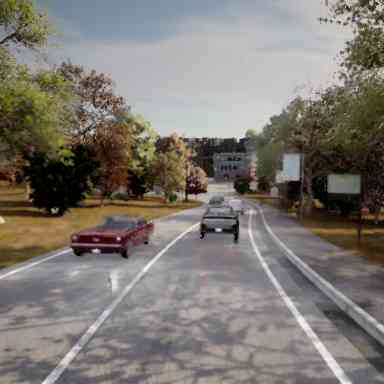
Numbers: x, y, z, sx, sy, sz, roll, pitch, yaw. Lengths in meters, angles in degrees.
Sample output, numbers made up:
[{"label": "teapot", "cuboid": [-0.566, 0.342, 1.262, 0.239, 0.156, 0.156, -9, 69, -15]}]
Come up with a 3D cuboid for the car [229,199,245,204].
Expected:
[{"label": "car", "cuboid": [4.572, 1.514, 35.234, 1.812, 1.442, 4.674, 1, 0, 10]}]

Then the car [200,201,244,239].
[{"label": "car", "cuboid": [1.508, 1.483, 17.330, 2.128, 1.511, 4.902, 1, 0, 7]}]

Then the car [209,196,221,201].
[{"label": "car", "cuboid": [3.905, 1.425, 55.273, 1.837, 1.490, 4.892, 1, 0, 6]}]

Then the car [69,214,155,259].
[{"label": "car", "cuboid": [-2.809, 1.553, 12.680, 1.895, 1.301, 4.718, 1, 0, 6]}]
